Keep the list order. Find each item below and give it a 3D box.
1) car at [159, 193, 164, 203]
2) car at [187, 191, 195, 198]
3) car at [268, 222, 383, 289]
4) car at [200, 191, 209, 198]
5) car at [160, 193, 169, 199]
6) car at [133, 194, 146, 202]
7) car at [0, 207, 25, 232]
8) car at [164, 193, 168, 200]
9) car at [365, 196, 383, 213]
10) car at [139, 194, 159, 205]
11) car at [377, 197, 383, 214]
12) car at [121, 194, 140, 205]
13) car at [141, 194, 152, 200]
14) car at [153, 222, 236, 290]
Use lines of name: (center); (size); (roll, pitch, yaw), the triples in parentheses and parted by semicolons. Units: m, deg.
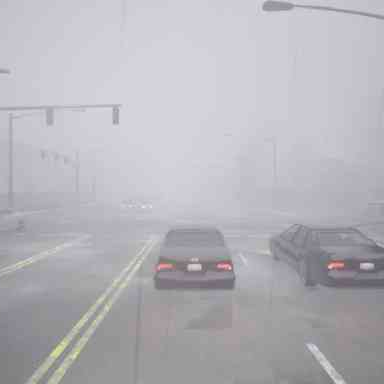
car: (-7.187, 1.152, 64.602); (2.097, 1.767, 4.553); (0, 1, 0)
car: (-0.197, 0.743, 88.644); (2.097, 1.767, 4.553); (0, 1, 0)
car: (3.560, 1.550, 9.261); (2.033, 1.411, 5.357); (0, 0, 0)
car: (3.303, 0.616, 88.510); (2.150, 2.045, 5.566); (0, 1, 0)
car: (-7.191, 1.034, 86.105); (1.895, 1.301, 4.718); (0, 1, 0)
car: (-10.658, 1.263, 68.072); (1.837, 1.490, 4.892); (0, 0, 0)
car: (-10.640, 1.530, 17.684); (1.812, 1.442, 4.674); (0, 0, 0)
car: (-7.166, 1.153, 74.843); (1.837, 1.490, 4.892); (0, 1, 0)
car: (21.346, 1.231, 35.073); (5.566, 2.045, 2.150); (0, 0, -2)
car: (-7.210, 1.462, 55.926); (1.994, 1.385, 4.181); (0, 1, 0)
car: (20.671, 1.485, 31.334); (5.008, 1.535, 1.882); (0, 0, -2)
car: (-10.714, 1.435, 57.124); (2.033, 1.411, 5.357); (0, 1, 0)
car: (-10.675, 1.127, 78.584); (2.033, 1.411, 5.357); (0, 1, 0)
car: (0.059, 1.550, 9.162); (2.033, 1.411, 5.357); (0, 0, 0)
